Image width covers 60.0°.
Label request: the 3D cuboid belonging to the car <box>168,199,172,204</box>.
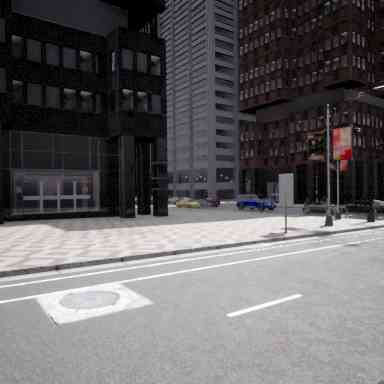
[{"bbox_3d":[-1.597,1.675,60.742,2.033,1.411,5.357,-1,0,-35],"label":"car"}]

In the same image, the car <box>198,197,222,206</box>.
[{"bbox_3d":[3.116,1.615,58.837,1.887,1.381,4.507,-1,1,-36],"label":"car"}]

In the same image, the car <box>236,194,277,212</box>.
[{"bbox_3d":[8.005,1.319,41.909,2.150,2.045,5.566,-1,0,-36],"label":"car"}]

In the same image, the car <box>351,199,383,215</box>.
[{"bbox_3d":[17.520,1.515,33.899,1.837,1.490,4.892,-3,2,-37],"label":"car"}]

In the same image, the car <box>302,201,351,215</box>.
[{"bbox_3d":[13.510,1.628,34.222,1.994,1.385,4.181,-1,0,-36],"label":"car"}]

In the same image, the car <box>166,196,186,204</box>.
[{"bbox_3d":[-3.291,1.639,67.803,1.752,1.417,4.829,-1,1,-36],"label":"car"}]

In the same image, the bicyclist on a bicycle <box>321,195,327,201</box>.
[{"bbox_3d":[17.393,1.255,43.789,1.656,1.620,0.582,-1,1,-36],"label":"bicyclist on a bicycle"}]

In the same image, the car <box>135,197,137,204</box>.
[{"bbox_3d":[-10.132,1.822,62.716,1.802,1.307,4.206,-1,1,-36],"label":"car"}]

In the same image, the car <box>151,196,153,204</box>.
[{"bbox_3d":[-6.601,1.792,62.532,1.994,1.385,4.181,-1,0,-36],"label":"car"}]

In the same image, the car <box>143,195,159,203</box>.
[{"bbox_3d":[-9.501,1.598,76.492,1.967,1.590,4.097,-1,1,-36],"label":"car"}]

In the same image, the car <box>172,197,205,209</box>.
[{"bbox_3d":[-0.570,1.702,49.333,1.752,1.417,4.829,-1,1,-36],"label":"car"}]

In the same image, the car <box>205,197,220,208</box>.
[{"bbox_3d":[2.168,1.697,50.107,1.994,1.385,4.181,-1,0,-35],"label":"car"}]

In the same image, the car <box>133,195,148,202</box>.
[{"bbox_3d":[-12.655,1.621,80.906,1.967,1.590,4.097,-1,1,-36],"label":"car"}]
